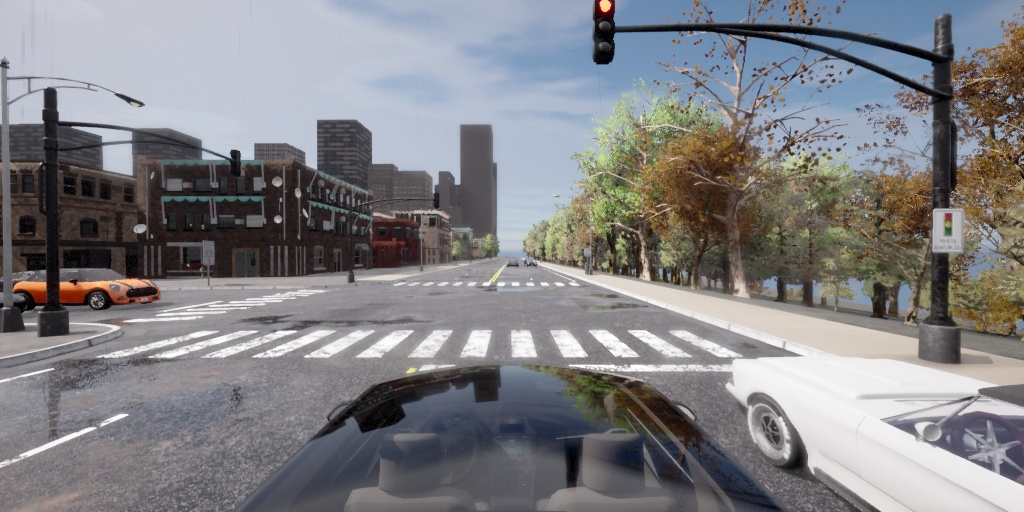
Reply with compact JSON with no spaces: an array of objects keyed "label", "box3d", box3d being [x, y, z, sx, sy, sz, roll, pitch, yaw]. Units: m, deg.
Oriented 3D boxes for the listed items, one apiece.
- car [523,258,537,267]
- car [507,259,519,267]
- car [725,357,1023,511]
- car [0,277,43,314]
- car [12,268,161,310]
[{"label":"car","box3d":[3.420,1.327,63.698,1.895,1.301,4.718,0,0,0]},{"label":"car","box3d":[0.158,1.290,63.420,1.994,1.385,4.181,0,0,1]},{"label":"car","box3d":[3.350,1.351,1.913,1.895,1.301,4.718,0,0,0]},{"label":"car","box3d":[-19.936,1.565,12.562,4.313,1.339,1.948,0,0,0]},{"label":"car","box3d":[-17.966,1.301,15.296,4.553,1.767,2.097,-1,1,-1]}]
